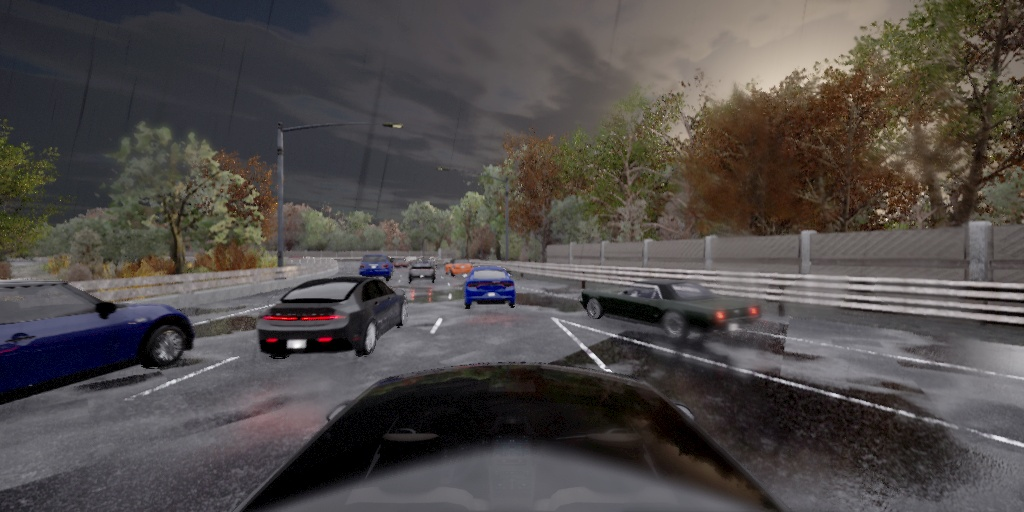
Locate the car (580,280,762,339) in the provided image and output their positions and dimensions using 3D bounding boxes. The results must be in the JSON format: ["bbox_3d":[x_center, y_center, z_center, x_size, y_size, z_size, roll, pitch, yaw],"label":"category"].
[{"bbox_3d":[4.019,1.325,10.116,1.895,1.301,4.718,0,0,-28],"label":"car"}]

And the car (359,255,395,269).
[{"bbox_3d":[-10.760,0.904,28.547,2.150,2.045,5.566,0,0,-16],"label":"car"}]

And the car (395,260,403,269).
[{"bbox_3d":[-16.848,1.220,53.193,1.895,1.301,4.718,0,0,-28],"label":"car"}]

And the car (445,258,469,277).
[{"bbox_3d":[-5.128,1.016,34.297,2.097,1.767,4.553,0,0,-19],"label":"car"}]

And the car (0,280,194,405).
[{"bbox_3d":[-7.117,1.096,4.973,2.097,1.767,4.553,0,0,-2],"label":"car"}]

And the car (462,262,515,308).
[{"bbox_3d":[-1.025,1.191,15.125,1.882,1.535,5.008,0,1,-7],"label":"car"}]

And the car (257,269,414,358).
[{"bbox_3d":[-3.829,1.237,8.496,1.837,1.490,4.892,0,0,-4],"label":"car"}]

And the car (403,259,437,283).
[{"bbox_3d":[-6.779,1.176,27.067,2.128,1.511,4.902,0,0,-13],"label":"car"}]
